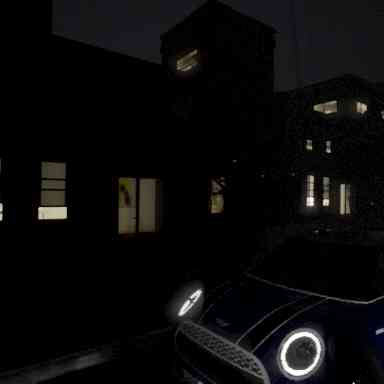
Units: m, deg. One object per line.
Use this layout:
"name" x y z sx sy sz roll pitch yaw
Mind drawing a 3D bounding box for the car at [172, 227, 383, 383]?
"car" 1.965 1.358 4.543 4.553 1.767 2.097 0 0 -36
